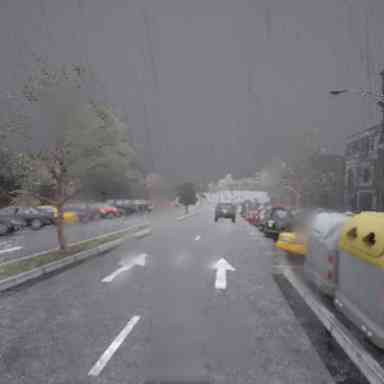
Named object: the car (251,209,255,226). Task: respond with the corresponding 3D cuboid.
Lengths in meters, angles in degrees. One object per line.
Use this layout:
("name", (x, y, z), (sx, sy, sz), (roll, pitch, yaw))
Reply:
("car", (6.982, 2.252, 22.787), (5.008, 1.535, 2.097), (3, -1, -14))

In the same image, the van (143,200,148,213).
("van", (-8.816, 2.056, 46.445), (4.442, 1.987, 1.878), (1, -2, -14))

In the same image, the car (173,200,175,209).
("car", (-6.652, 2.766, 70.093), (4.553, 1.767, 2.185), (1, -1, -15))

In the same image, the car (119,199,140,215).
("car", (-9.534, 1.874, 40.481), (5.566, 2.045, 2.435), (1, -1, -14))

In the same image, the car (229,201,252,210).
("car", (12.858, 3.670, 88.765), (5.566, 2.045, 2.435), (3, -1, -17))

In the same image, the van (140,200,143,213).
("van", (-9.104, 1.980, 43.482), (4.442, 1.987, 1.878), (1, -2, -14))

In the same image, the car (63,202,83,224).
("car", (-11.233, 1.713, 24.801), (5.366, 1.575, 1.946), (1, -1, -14))

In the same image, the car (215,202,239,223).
("car", (3.642, 2.189, 36.475), (2.150, 2.045, 5.566), (2, -1, 6))

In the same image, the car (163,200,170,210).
("car", (-7.513, 2.410, 61.209), (5.566, 2.045, 2.435), (1, -1, -14))

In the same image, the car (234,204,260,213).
("car", (11.632, 3.482, 70.694), (4.892, 1.521, 2.231), (3, -2, -15))

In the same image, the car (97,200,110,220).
("car", (-10.414, 1.770, 31.599), (4.553, 1.767, 2.185), (1, -2, -14))

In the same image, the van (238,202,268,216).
("van", (10.149, 2.869, 55.664), (4.442, 1.987, 1.878), (3, -1, -14))

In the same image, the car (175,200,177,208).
("car", (-6.431, 2.966, 73.037), (5.008, 1.535, 2.097), (1, -1, -15))

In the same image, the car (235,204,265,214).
("car", (11.290, 3.336, 64.739), (5.366, 1.575, 1.946), (3, -2, -15))

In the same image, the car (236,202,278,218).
("car", (9.699, 2.697, 49.726), (5.566, 2.045, 2.435), (3, -2, -14))

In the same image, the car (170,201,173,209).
("car", (-7.034, 2.740, 64.223), (5.366, 1.575, 1.946), (1, -2, -15))

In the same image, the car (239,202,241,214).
("car", (8.469, 2.386, 37.744), (5.566, 2.045, 2.435), (3, -1, -14))

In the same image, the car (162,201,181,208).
("car", (-5.490, 3.210, 87.811), (4.553, 1.767, 2.185), (1, -2, -17))

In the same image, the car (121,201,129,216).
("car", (-9.806, 2.089, 37.524), (4.674, 1.452, 2.002), (1, -2, -14))

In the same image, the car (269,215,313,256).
("car", (6.234, 1.999, 13.819), (5.366, 1.575, 1.946), (3, -2, -14))

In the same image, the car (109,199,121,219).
("car", (-10.060, 1.848, 34.568), (4.553, 1.767, 2.185), (1, -1, -14))

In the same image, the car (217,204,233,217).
("car", (4.832, 2.634, 48.809), (2.097, 1.767, 4.553), (2, -1, 6))

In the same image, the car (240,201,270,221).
("car", (7.876, 2.232, 31.761), (5.566, 2.045, 2.435), (3, -1, -14))

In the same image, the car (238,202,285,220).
("car", (9.109, 2.542, 43.749), (5.566, 2.045, 2.435), (3, -2, -14))

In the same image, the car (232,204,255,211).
("car", (12.332, 3.704, 79.731), (5.008, 1.535, 2.097), (3, -2, -16))

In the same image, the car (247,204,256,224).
("car", (7.562, 2.280, 28.779), (4.553, 1.767, 2.185), (3, -2, -14))

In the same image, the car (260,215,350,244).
("car", (6.668, 2.211, 19.778), (4.674, 1.452, 2.002), (3, -1, -14))

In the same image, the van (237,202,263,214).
("van", (10.729, 3.022, 61.659), (4.442, 1.987, 1.878), (3, -1, -15))

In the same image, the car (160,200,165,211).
("car", (-7.751, 2.616, 58.263), (4.792, 1.488, 2.163), (1, -2, -14))

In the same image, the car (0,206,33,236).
("car", (-11.731, 1.546, 18.101), (4.892, 1.521, 2.231), (1, -2, -14))

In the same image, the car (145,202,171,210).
("car", (-6.937, 2.816, 67.127), (4.892, 1.521, 2.231), (1, -1, -15))

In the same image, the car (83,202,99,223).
("car", (-10.695, 1.839, 28.238), (4.792, 1.488, 2.163), (1, -2, -14))

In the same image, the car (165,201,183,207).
("car", (-5.159, 3.355, 93.737), (4.553, 1.767, 2.185), (1, -1, -17))

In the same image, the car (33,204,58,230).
("car", (-11.384, 1.635, 21.476), (4.892, 1.521, 2.231), (1, -1, -14))

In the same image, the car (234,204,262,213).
("car", (11.394, 3.406, 67.685), (5.008, 1.535, 2.097), (3, -1, -15))

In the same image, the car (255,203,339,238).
("car", (6.398, 1.836, 16.798), (5.566, 2.045, 2.435), (3, -2, -14))

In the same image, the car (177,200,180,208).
("car", (-6.028, 3.144, 78.932), (4.792, 1.488, 2.163), (1, -1, -16))

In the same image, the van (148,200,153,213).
("van", (-8.528, 2.133, 49.408), (4.442, 1.987, 1.878), (1, -2, -14))

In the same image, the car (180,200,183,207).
("car", (-5.615, 3.262, 84.855), (5.008, 1.535, 2.097), (1, -1, -16))

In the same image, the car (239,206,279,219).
("car", (9.370, 2.869, 46.720), (5.008, 1.535, 2.097), (3, -1, -14))

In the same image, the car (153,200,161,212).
("car", (-8.174, 2.434, 52.379), (5.366, 1.575, 1.946), (1, -2, -14))

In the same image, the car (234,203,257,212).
("car", (11.872, 3.430, 73.706), (4.553, 1.767, 2.185), (3, -2, -16))

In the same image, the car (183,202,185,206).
("car", (-5.494, 3.400, 90.712), (5.366, 1.575, 1.946), (1, -1, -17))
